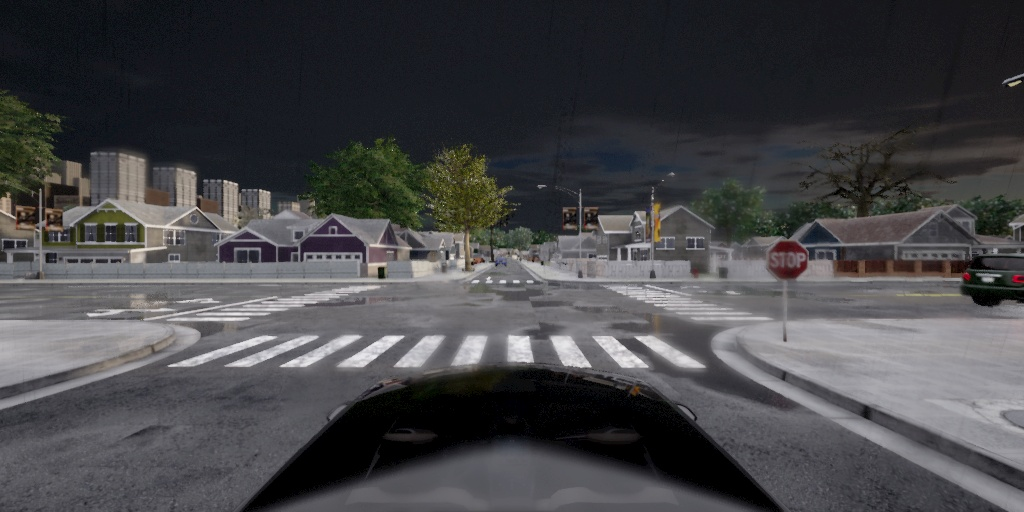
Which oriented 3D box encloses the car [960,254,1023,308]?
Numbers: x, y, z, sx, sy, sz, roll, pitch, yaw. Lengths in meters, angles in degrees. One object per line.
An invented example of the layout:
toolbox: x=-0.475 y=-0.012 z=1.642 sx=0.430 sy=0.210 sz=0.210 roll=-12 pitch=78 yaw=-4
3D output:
car: x=19.653 y=0.929 z=12.779 sx=5.566 sy=2.045 sz=2.150 roll=0 pitch=0 yaw=0
